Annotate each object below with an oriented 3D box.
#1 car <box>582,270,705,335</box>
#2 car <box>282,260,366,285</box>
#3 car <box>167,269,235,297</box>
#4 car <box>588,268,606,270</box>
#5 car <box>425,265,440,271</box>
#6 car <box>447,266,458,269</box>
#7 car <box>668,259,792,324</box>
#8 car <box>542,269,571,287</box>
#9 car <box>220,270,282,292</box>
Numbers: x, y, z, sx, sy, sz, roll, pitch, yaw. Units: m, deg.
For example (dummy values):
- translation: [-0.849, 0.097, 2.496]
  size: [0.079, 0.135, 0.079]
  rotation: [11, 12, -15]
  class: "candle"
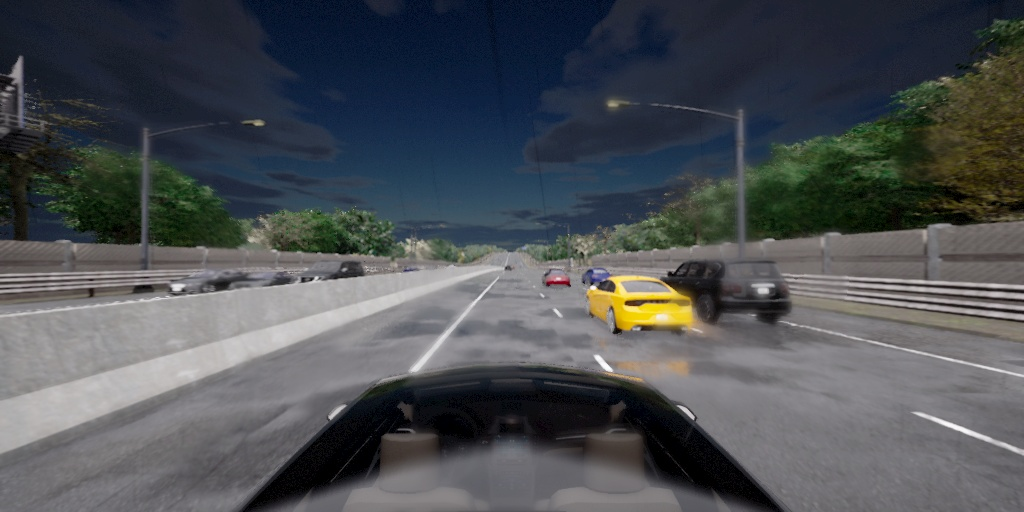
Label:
- translation: [3.596, 1.354, 11.056]
  size: [1.882, 1.535, 5.008]
  rotation: [0, -1, 0]
  class: "car"
- translation: [-10.602, 1.264, 21.232]
  size: [2.150, 2.045, 5.566]
  rotation: [0, -1, 0]
  class: "car"
- translation: [-17.600, 1.535, 21.297]
  size: [2.128, 1.511, 4.902]
  rotation: [0, -1, 0]
  class: "car"
- translation: [7.096, 1.725, 30.062]
  size: [1.812, 1.442, 4.674]
  rotation: [0, -1, 0]
  class: "car"
- translation: [-14.030, 2.392, 63.535]
  size: [1.837, 1.490, 4.892]
  rotation: [0, -1, 1]
  class: "car"
- translation: [-10.529, 2.416, 63.546]
  size: [1.812, 1.442, 4.674]
  rotation: [0, -1, 1]
  class: "car"
- translation: [7.098, 1.125, 12.802]
  size: [2.150, 2.045, 5.566]
  rotation: [0, -1, 0]
  class: "car"
- translation: [3.595, 1.756, 29.631]
  size: [1.994, 1.385, 4.181]
  rotation: [0, -1, 0]
  class: "car"
- translation: [-14.101, 1.599, 20.798]
  size: [1.994, 1.385, 4.181]
  rotation: [0, -1, 0]
  class: "car"
